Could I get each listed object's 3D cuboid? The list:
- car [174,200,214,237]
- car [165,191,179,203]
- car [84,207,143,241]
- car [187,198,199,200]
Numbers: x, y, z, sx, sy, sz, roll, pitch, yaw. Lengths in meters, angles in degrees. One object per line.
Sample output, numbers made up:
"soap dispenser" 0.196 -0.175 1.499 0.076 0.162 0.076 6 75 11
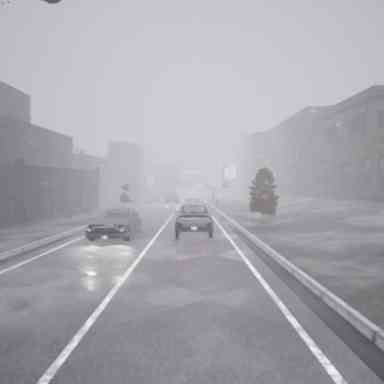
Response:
"car" 0.095 1.407 17.392 2.128 1.511 4.902 0 0 0
"car" -3.509 0.917 58.372 2.150 2.045 5.566 0 0 1
"car" -3.601 1.470 16.364 2.033 1.411 5.357 0 0 0
"car" 0.063 1.344 36.302 2.033 1.411 5.357 0 0 0
